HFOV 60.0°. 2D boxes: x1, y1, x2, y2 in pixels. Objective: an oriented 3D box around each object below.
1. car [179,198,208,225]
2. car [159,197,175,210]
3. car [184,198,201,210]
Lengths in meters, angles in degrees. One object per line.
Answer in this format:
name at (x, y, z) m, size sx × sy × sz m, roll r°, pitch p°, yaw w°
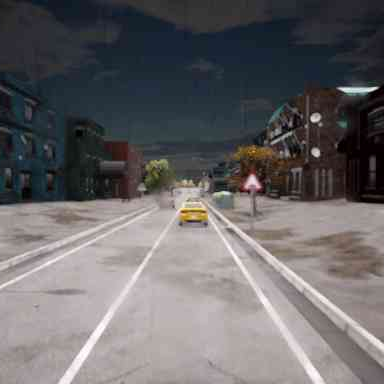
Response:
car at (0.093, 1.438, 23.561) m, size 1.882 × 1.535 × 5.008 m, roll 0°, pitch 0°, yaw 0°
car at (-3.098, 1.409, 41.922) m, size 1.812 × 1.442 × 4.674 m, roll 0°, pitch 0°, yaw 0°
car at (0.086, 1.447, 41.946) m, size 1.994 × 1.385 × 4.181 m, roll 0°, pitch 0°, yaw 0°
